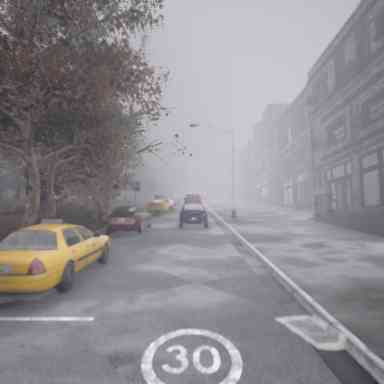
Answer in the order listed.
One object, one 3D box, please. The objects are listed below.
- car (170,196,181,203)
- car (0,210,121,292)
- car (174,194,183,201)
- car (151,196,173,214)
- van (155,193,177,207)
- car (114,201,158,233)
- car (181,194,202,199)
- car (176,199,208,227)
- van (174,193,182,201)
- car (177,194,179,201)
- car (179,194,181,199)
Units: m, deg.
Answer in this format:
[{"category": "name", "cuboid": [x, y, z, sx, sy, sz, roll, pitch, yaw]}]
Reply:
[{"category": "car", "cuboid": [-3.662, 1.594, 75.661, 2.002, 1.452, 4.674, 0, 0, 2]}, {"category": "car", "cuboid": [-3.647, 1.491, 9.002, 1.946, 1.575, 5.366, 0, 0, 2]}, {"category": "car", "cuboid": [-3.665, 1.453, 92.345, 2.185, 1.767, 4.553, 0, 0, 2]}, {"category": "car", "cuboid": [-3.657, 1.515, 36.666, 2.097, 1.535, 5.008, 0, 0, 2]}, {"category": "van", "cuboid": [-3.655, 1.295, 47.929, 1.878, 1.987, 4.442, 0, 0, 2]}, {"category": "car", "cuboid": [-3.654, 1.536, 19.988, 2.163, 1.488, 4.792, 0, 0, 2]}, {"category": "car", "cuboid": [0.095, 1.259, 42.551, 2.150, 2.045, 5.566, 0, 0, 0]}, {"category": "car", "cuboid": [0.099, 1.507, 23.339, 1.882, 1.535, 5.008, 0, 0, 0]}, {"category": "van", "cuboid": [-3.660, 1.345, 86.923, 1.878, 1.987, 4.442, 0, 0, 2]}, {"category": "car", "cuboid": [-3.652, 1.522, 53.568, 1.946, 1.575, 5.366, 0, 0, 2]}, {"category": "car", "cuboid": [-3.660, 1.531, 58.947, 2.097, 1.535, 5.008, 0, 0, 2]}]
